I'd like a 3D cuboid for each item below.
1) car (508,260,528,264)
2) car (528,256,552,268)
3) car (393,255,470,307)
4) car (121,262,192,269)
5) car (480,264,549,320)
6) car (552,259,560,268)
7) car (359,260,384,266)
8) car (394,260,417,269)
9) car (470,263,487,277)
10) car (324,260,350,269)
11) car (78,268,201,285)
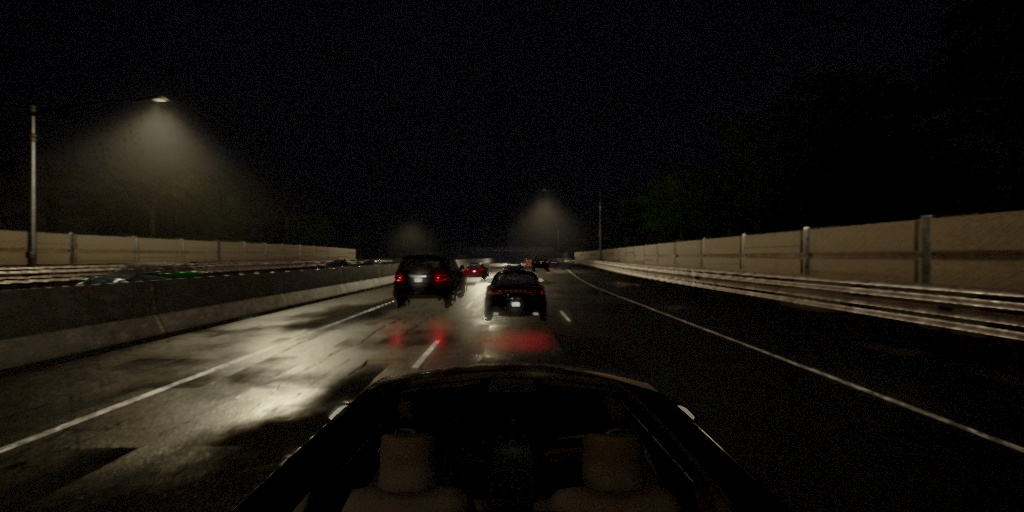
[{"bbox_3d":[0.216,1.316,33.610,1.994,1.385,4.181,0,0,0],"label":"car"},{"bbox_3d":[3.738,0.966,48.468,2.150,2.045,5.566,0,0,1],"label":"car"},{"bbox_3d":[-3.374,0.971,15.601,2.150,2.045,5.566,0,0,0],"label":"car"},{"bbox_3d":[-17.566,1.100,17.211,2.097,1.767,4.553,0,0,0],"label":"car"},{"bbox_3d":[0.119,1.228,12.682,1.882,1.535,5.008,0,0,0],"label":"car"},{"bbox_3d":[7.303,1.277,62.170,2.128,1.511,4.902,0,0,2],"label":"car"},{"bbox_3d":[-20.770,1.311,53.299,2.033,1.411,5.357,0,0,1],"label":"car"},{"bbox_3d":[-17.193,1.320,58.299,2.033,1.411,5.357,0,0,1],"label":"car"},{"bbox_3d":[-3.285,1.316,33.446,1.994,1.385,4.181,0,0,0],"label":"car"},{"bbox_3d":[-23.612,1.283,48.611,1.812,1.442,4.674,0,0,-2],"label":"car"},{"bbox_3d":[-14.079,1.312,13.066,1.994,1.385,4.181,0,0,0],"label":"car"}]
